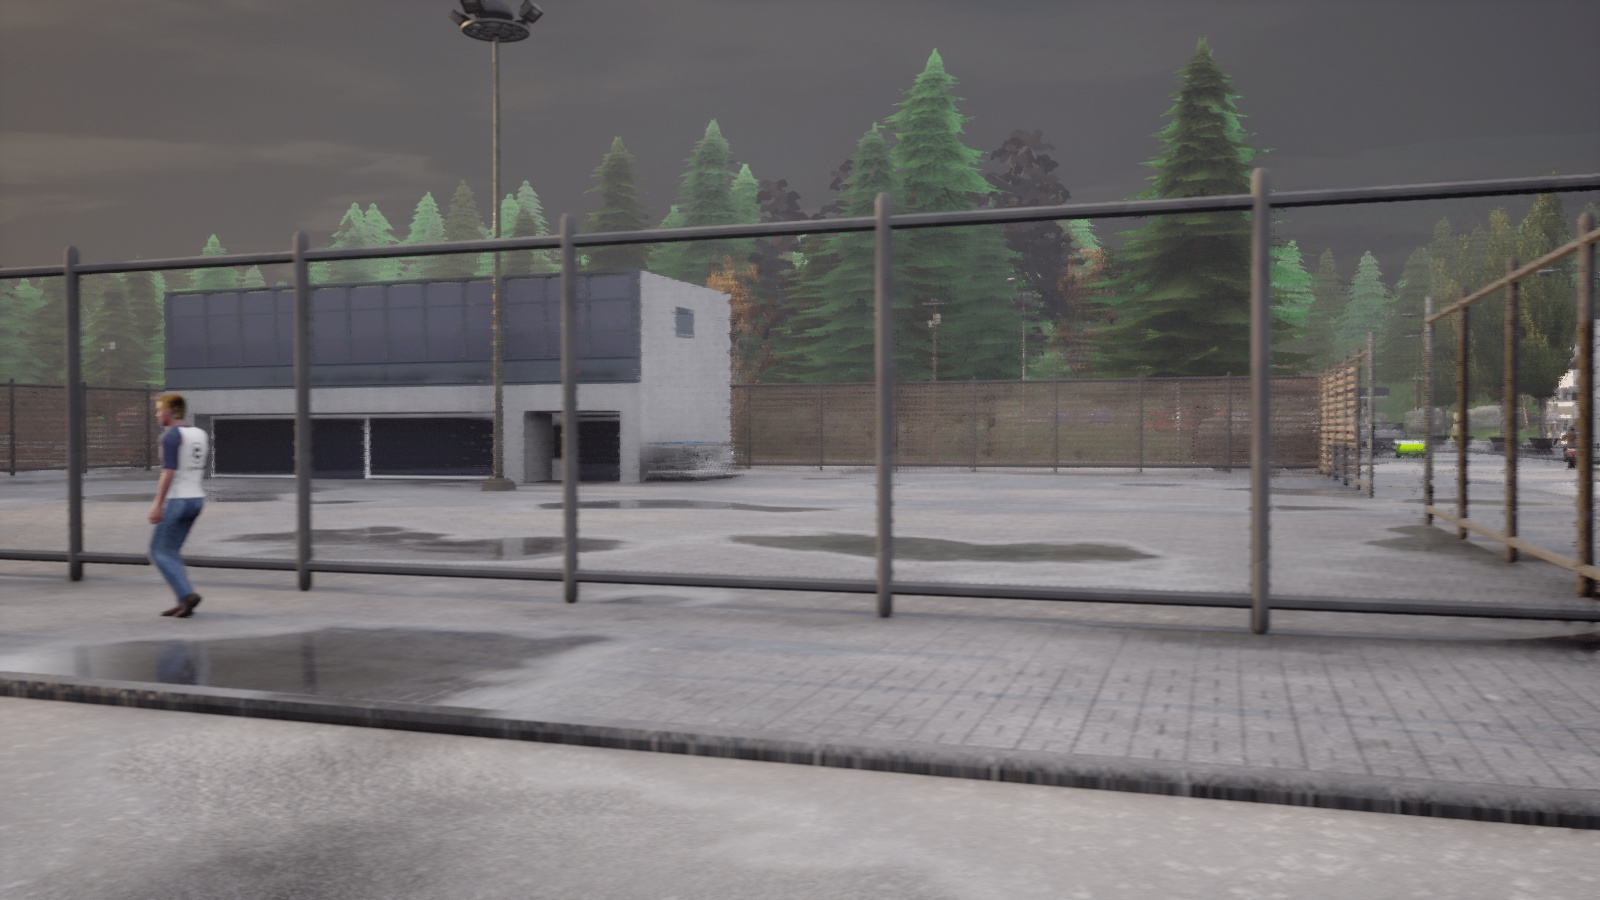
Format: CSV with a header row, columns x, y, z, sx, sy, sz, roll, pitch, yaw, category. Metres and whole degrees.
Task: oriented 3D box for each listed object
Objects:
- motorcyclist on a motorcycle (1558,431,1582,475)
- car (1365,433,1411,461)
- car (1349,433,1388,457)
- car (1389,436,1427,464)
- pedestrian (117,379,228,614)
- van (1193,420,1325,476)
x,y,z,sx,sy,sz,roll,pitch,yaw,category
29.654,0.114,48.342,0.766,1.649,2.350,-1,0,32,motorcyclist on a motorcycle
33.452,-0.188,71.517,1.837,1.490,4.892,1,1,19,car
36.663,-0.329,81.044,1.837,1.490,4.892,1,1,19,car
30.869,-0.024,63.787,1.481,1.376,2.207,1,1,19,car
-4.983,0.357,9.989,0.706,1.836,0.354,0,1,6,pedestrian
16.712,-0.093,45.901,4.442,1.987,1.775,1,1,19,van
